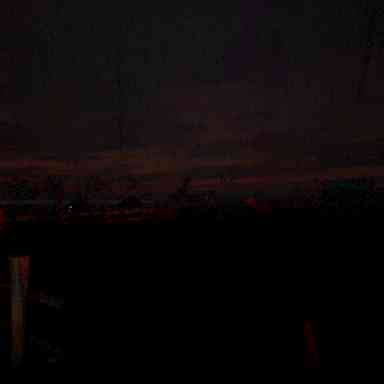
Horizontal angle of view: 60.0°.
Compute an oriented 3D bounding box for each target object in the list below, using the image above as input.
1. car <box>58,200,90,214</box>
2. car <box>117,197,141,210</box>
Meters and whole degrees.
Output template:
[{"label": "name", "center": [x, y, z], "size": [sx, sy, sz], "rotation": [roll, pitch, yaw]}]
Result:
[{"label": "car", "center": [-15.113, 1.859, 42.685], "size": [2.097, 1.767, 4.553], "rotation": [-1, -1, 16]}, {"label": "car", "center": [-10.761, 1.971, 57.418], "size": [2.150, 2.045, 5.566], "rotation": [-1, -1, 18]}]
